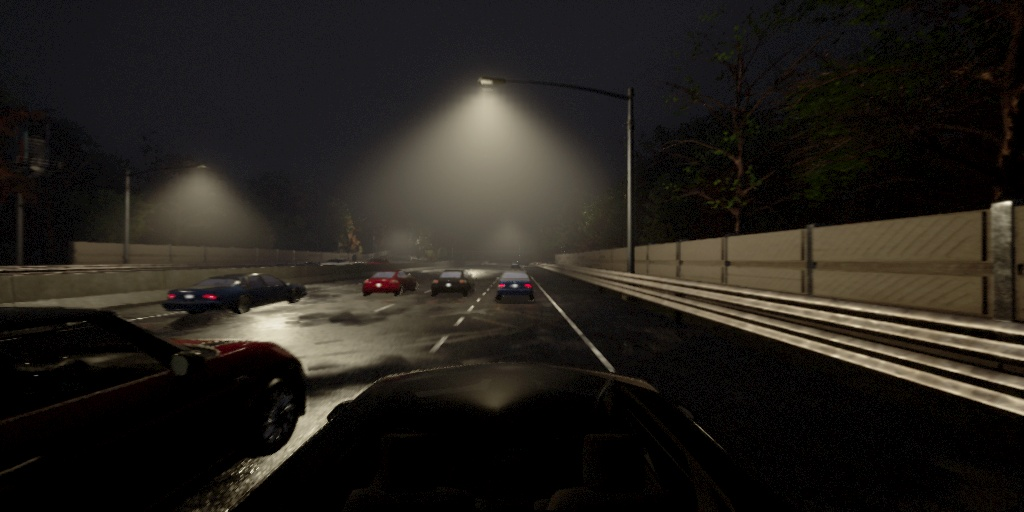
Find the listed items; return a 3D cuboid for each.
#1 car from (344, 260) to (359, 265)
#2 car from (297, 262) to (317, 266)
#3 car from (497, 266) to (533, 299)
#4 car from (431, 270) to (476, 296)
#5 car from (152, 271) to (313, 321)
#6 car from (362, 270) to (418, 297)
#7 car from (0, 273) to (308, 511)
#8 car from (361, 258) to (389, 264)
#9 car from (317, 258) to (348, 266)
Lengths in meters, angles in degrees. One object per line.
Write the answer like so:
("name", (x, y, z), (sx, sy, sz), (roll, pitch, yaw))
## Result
("car", (-24.014, 1.726, 56.190), (1.994, 1.385, 4.181), (0, -1, 1))
("car", (-31.018, 1.625, 54.752), (2.128, 1.511, 4.902), (0, -1, 1))
("car", (0.160, 1.435, 18.929), (2.033, 1.411, 5.357), (0, 0, 1))
("car", (-3.223, 1.454, 20.334), (1.994, 1.385, 4.181), (0, 0, 1))
("car", (-10.290, 1.369, 13.969), (2.033, 1.411, 5.357), (0, 0, 1))
("car", (-6.725, 1.444, 20.158), (1.994, 1.385, 4.181), (0, 0, 1))
("car", (-3.399, 1.098, 2.254), (2.097, 1.767, 4.553), (0, 0, 1))
("car", (-20.525, 1.380, 54.893), (2.150, 2.045, 5.566), (0, -1, 1))
("car", (-27.501, 1.376, 56.024), (2.150, 2.045, 5.566), (0, 0, 1))
